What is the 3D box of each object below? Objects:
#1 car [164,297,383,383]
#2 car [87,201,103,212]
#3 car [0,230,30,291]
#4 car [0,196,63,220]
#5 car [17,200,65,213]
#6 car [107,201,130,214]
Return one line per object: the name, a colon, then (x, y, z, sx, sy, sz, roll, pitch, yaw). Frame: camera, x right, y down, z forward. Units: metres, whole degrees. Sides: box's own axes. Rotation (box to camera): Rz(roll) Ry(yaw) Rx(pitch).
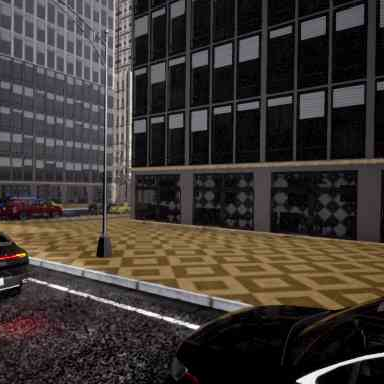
car: (1.994, 1.505, 2.252, 4.892, 1.490, 1.837, 0, 0, 36)
car: (-11.181, 1.824, 43.350, 1.895, 1.301, 4.718, 1, 0, 37)
car: (-5.722, 1.500, 7.796, 4.892, 1.490, 1.837, 0, 0, 36)
car: (-14.153, 1.519, 29.660, 2.192, 1.841, 5.009, 1, 0, 37)
car: (-17.617, 1.643, 39.048, 1.752, 1.417, 4.829, 1, 0, 37)
car: (-7.322, 1.830, 38.847, 1.752, 1.417, 4.829, 1, 0, 37)
